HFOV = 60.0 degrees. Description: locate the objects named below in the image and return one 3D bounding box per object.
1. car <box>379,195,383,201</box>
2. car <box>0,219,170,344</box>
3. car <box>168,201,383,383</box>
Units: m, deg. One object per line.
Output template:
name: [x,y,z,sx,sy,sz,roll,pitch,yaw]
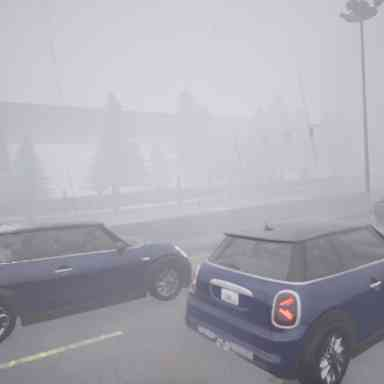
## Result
car: [10.437,0.563,15.680,4.892,1.490,1.837,-5,3,-36]
car: [-2.216,1.312,6.479,4.553,1.767,2.097,-2,1,-37]
car: [2.159,1.214,5.328,4.553,1.767,2.097,-3,2,-37]
